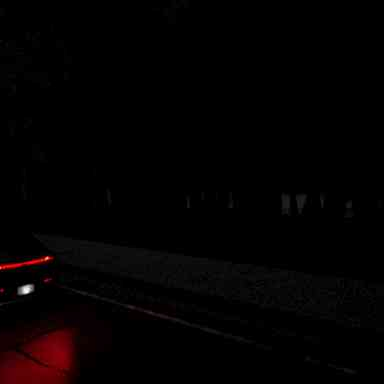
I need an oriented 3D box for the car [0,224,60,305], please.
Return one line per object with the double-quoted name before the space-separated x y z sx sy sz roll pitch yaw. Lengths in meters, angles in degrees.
"car" -4.819 1.441 7.120 4.892 1.490 1.837 -1 0 36
